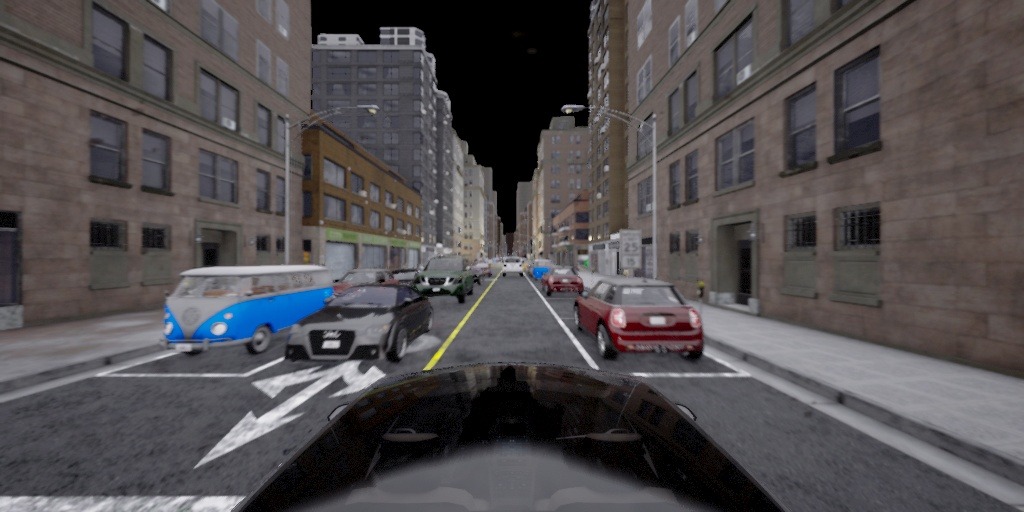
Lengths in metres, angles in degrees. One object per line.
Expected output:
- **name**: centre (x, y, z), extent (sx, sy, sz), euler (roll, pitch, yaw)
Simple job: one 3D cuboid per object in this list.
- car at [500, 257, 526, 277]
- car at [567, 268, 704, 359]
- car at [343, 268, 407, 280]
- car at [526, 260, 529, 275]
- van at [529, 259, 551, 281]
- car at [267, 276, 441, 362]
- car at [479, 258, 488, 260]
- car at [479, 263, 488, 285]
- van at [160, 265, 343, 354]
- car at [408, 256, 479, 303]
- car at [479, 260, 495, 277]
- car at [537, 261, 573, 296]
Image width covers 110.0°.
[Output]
- **car**: centre (0.091, 1.113, 38.813), extent (2.150, 2.045, 5.566), euler (0, 0, 0)
- **car**: centre (2.668, 1.216, 8.498), extent (1.967, 1.591, 4.097), euler (0, 0, 0)
- **car**: centre (-5.859, 1.239, 14.162), extent (1.967, 1.591, 4.097), euler (0, 0, 0)
- **car**: centre (2.662, 1.408, 37.014), extent (1.751, 1.417, 4.829), euler (0, 0, 0)
- **van**: centre (2.663, 1.203, 31.175), extent (1.690, 1.789, 3.998), euler (0, 0, 0)
- **car**: centre (-3.102, 1.339, 8.149), extent (1.994, 1.385, 4.181), euler (0, 0, 0)
- **car**: centre (-5.869, 1.295, 65.177), extent (2.192, 1.841, 5.009), euler (0, 0, 0)
- **car**: centre (-3.099, 1.449, 27.247), extent (1.895, 1.301, 4.718), euler (0, 0, 0)
- **van**: centre (-5.858, 1.118, 8.494), extent (1.690, 1.789, 3.998), euler (0, 0, 0)
- **car**: centre (-3.099, 1.033, 17.458), extent (2.150, 2.045, 5.566), euler (0, 0, 0)
- **car**: centre (-3.056, 1.411, 37.349), extent (1.812, 1.442, 4.674), euler (0, 0, 0)
- **car**: centre (2.665, 1.260, 19.836), extent (1.967, 1.591, 4.097), euler (0, 0, 0)
